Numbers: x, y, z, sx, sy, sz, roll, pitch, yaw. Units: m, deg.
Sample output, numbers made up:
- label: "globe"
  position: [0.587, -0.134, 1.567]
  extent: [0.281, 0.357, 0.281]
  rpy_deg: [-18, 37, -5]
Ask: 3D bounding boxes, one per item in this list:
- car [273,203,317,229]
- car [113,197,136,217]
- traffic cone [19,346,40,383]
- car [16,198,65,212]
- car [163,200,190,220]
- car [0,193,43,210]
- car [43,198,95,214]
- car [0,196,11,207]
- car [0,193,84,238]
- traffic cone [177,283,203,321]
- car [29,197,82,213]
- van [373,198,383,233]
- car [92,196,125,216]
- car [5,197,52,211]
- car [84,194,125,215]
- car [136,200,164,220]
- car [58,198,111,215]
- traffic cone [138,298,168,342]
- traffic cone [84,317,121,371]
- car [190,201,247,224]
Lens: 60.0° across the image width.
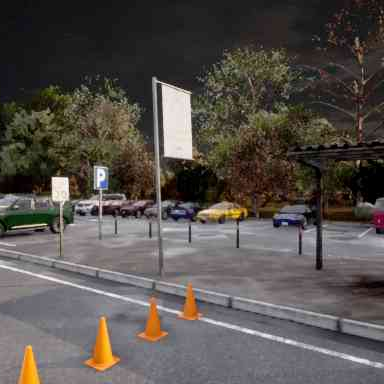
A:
- label: "car"
  position: [7.003, 1.513, 22.097]
  extent: [2.163, 1.488, 4.792]
  rpy_deg: [0, 0, 35]
- label: "car"
  position: [-4.329, 1.469, 30.108]
  extent: [2.097, 1.535, 5.008]
  rpy_deg: [0, 0, 35]
- label: "traffic cone"
  position: [-1.758, 1.957, 3.582]
  extent: [0.340, 0.580, 0.340]
  rpy_deg: [0, 0, 35]
- label: "car"
  position: [-17.971, 1.469, 39.660]
  extent: [2.163, 1.488, 4.792]
  rpy_deg: [0, 0, 35]
- label: "car"
  position: [0.225, 1.504, 26.935]
  extent: [2.163, 1.488, 4.792]
  rpy_deg: [0, 0, 35]
- label: "car"
  position: [-22.515, 1.153, 42.857]
  extent: [2.435, 2.045, 5.566]
  rpy_deg: [0, 0, 35]
- label: "car"
  position: [-13.418, 1.455, 36.488]
  extent: [2.097, 1.535, 5.008]
  rpy_deg: [0, 0, 35]
- label: "car"
  position: [-29.204, 1.333, 47.824]
  extent: [1.946, 1.575, 5.366]
  rpy_deg: [1, 0, 35]
- label: "car"
  position: [-8.890, 1.221, 17.285]
  extent: [2.435, 2.045, 5.566]
  rpy_deg: [0, 0, 35]
- label: "traffic cone"
  position: [-0.032, 1.957, 6.030]
  extent: [0.340, 0.580, 0.340]
  rpy_deg: [0, 0, 36]
- label: "car"
  position: [-15.580, 1.444, 38.240]
  extent: [1.946, 1.575, 5.366]
  rpy_deg: [0, 0, 35]
- label: "van"
  position: [11.627, 1.264, 19.023]
  extent: [1.878, 1.987, 4.442]
  rpy_deg: [0, 0, 35]
- label: "car"
  position: [-6.600, 1.466, 31.705]
  extent: [2.097, 1.535, 5.008]
  rpy_deg: [0, 0, 35]
- label: "car"
  position: [-20.214, 1.452, 41.309]
  extent: [2.163, 1.488, 4.792]
  rpy_deg: [0, 0, 35]
- label: "car"
  position: [-8.889, 1.212, 33.274]
  extent: [2.435, 2.045, 5.566]
  rpy_deg: [0, 0, 35]
- label: "car"
  position: [-2.058, 1.473, 28.512]
  extent: [2.231, 1.521, 4.892]
  rpy_deg: [0, 0, 35]
- label: "car"
  position: [-11.146, 1.461, 34.889]
  extent: [2.231, 1.521, 4.892]
  rpy_deg: [0, 0, 35]
- label: "traffic cone"
  position: [-0.607, 1.957, 5.214]
  extent: [0.340, 0.580, 0.340]
  rpy_deg: [0, 0, 35]
- label: "traffic cone"
  position: [-1.182, 1.957, 4.398]
  extent: [0.340, 0.580, 0.340]
  rpy_deg: [0, 0, 35]
- label: "car"
  position: [2.372, 1.475, 25.162]
  extent: [1.946, 1.575, 5.366]
  rpy_deg: [0, 0, 35]
